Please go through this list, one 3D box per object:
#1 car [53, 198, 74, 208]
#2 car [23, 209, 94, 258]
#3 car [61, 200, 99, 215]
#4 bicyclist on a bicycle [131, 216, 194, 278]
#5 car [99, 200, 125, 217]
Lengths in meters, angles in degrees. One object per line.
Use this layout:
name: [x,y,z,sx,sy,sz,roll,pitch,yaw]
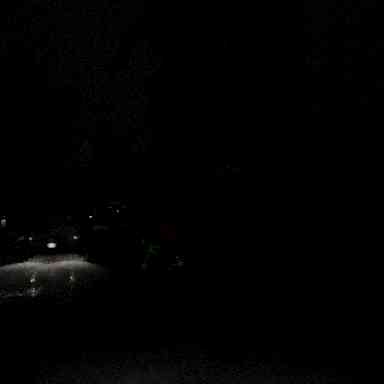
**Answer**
car: [-17.292,1.489,45.150,2.128,1.511,4.902,0,0,-42]
car: [-4.985,1.564,12.846,1.994,1.385,4.181,0,0,-11]
car: [-8.233,1.547,24.155,2.033,1.411,5.357,0,0,-21]
bicyclist on a bicycle: [-0.778,1.449,8.711,1.656,1.620,0.582,-2,0,-7]
car: [-7.697,1.524,31.734,1.812,1.442,4.674,0,0,-27]
